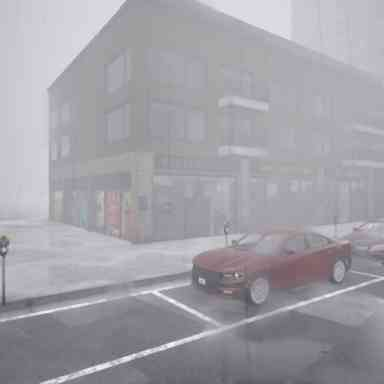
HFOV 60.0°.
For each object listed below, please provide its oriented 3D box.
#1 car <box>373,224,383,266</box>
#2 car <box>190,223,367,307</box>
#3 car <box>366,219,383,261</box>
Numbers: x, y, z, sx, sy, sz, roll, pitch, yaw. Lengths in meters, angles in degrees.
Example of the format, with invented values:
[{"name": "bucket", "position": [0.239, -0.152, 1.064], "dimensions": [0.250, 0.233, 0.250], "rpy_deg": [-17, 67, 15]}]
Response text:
[{"name": "car", "position": [6.534, 1.524, 8.060], "dimensions": [4.674, 1.442, 1.812], "rpy_deg": [0, 0, -35]}, {"name": "car", "position": [2.029, 1.544, 7.982], "dimensions": [4.507, 1.381, 1.887], "rpy_deg": [0, 0, -36]}, {"name": "car", "position": [6.525, 1.580, 11.193], "dimensions": [4.206, 1.307, 1.802], "rpy_deg": [0, 0, -36]}]
